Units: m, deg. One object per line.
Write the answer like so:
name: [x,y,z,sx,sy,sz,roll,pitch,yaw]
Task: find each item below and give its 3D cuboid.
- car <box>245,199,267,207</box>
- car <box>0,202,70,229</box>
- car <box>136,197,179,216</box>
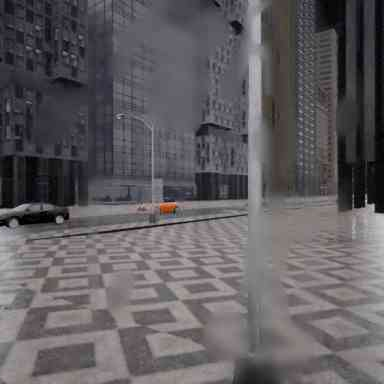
car: [9.527,1.501,49.241,1.994,1.385,4.181,0,0,37]
car: [-10.567,1.458,21.906,1.882,1.535,5.008,0,0,36]
car: [-3.240,1.317,31.927,2.097,1.767,4.553,0,0,36]
